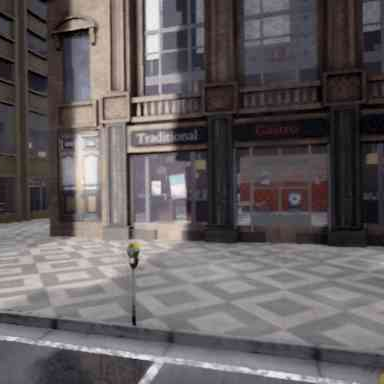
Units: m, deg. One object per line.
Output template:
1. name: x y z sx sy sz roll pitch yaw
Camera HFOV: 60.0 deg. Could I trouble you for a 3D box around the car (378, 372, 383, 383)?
1. car: 3.851 1.452 1.896 4.829 1.417 1.752 -1 0 16
